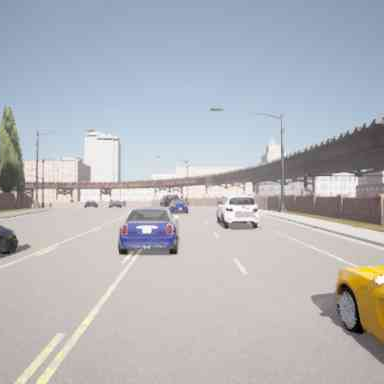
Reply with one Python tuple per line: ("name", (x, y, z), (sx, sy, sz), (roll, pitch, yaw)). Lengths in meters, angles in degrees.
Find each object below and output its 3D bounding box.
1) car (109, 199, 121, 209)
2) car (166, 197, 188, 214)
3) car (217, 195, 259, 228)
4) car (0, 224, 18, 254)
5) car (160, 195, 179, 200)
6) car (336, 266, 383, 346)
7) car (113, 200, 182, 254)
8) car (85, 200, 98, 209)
("car", (-11.913, 1.860, 51.676), (2.033, 1.411, 5.357), (0, -2, -16))
("car", (-1.483, 1.568, 36.368), (1.812, 1.442, 4.674), (0, 0, -8))
("car", (2.992, 1.241, 22.566), (2.150, 2.045, 5.566), (0, 0, -2))
("car", (-7.419, 1.572, 10.639), (1.994, 1.385, 4.181), (0, 0, -1))
("car", (-3.075, 1.390, 46.185), (2.150, 2.045, 5.566), (0, -1, -14))
("car", (3.459, 1.481, 3.771), (1.882, 1.535, 5.008), (0, 0, -1))
("car", (-1.608, 1.362, 13.623), (2.097, 1.767, 4.553), (0, 0, -1))
("car", (-15.917, 1.920, 52.621), (1.994, 1.385, 4.181), (0, -2, -18))
